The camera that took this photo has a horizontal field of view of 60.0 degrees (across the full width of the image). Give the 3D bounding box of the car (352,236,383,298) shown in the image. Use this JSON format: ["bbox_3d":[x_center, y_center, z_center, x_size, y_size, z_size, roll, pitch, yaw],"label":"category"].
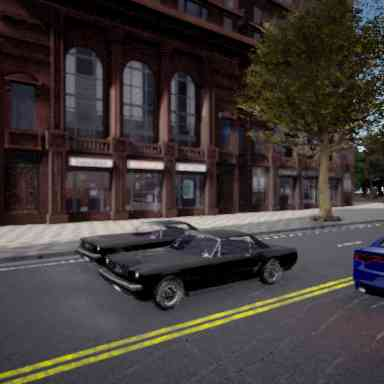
[{"bbox_3d":[5.601,1.478,7.438,5.008,1.535,1.882,0,0,-36],"label":"car"}]

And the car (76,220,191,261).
[{"bbox_3d":[-1.198,1.601,10.816,4.718,1.301,1.895,0,0,-36],"label":"car"}]

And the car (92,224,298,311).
[{"bbox_3d":[0.322,1.601,7.908,4.718,1.301,1.895,0,0,-36],"label":"car"}]
